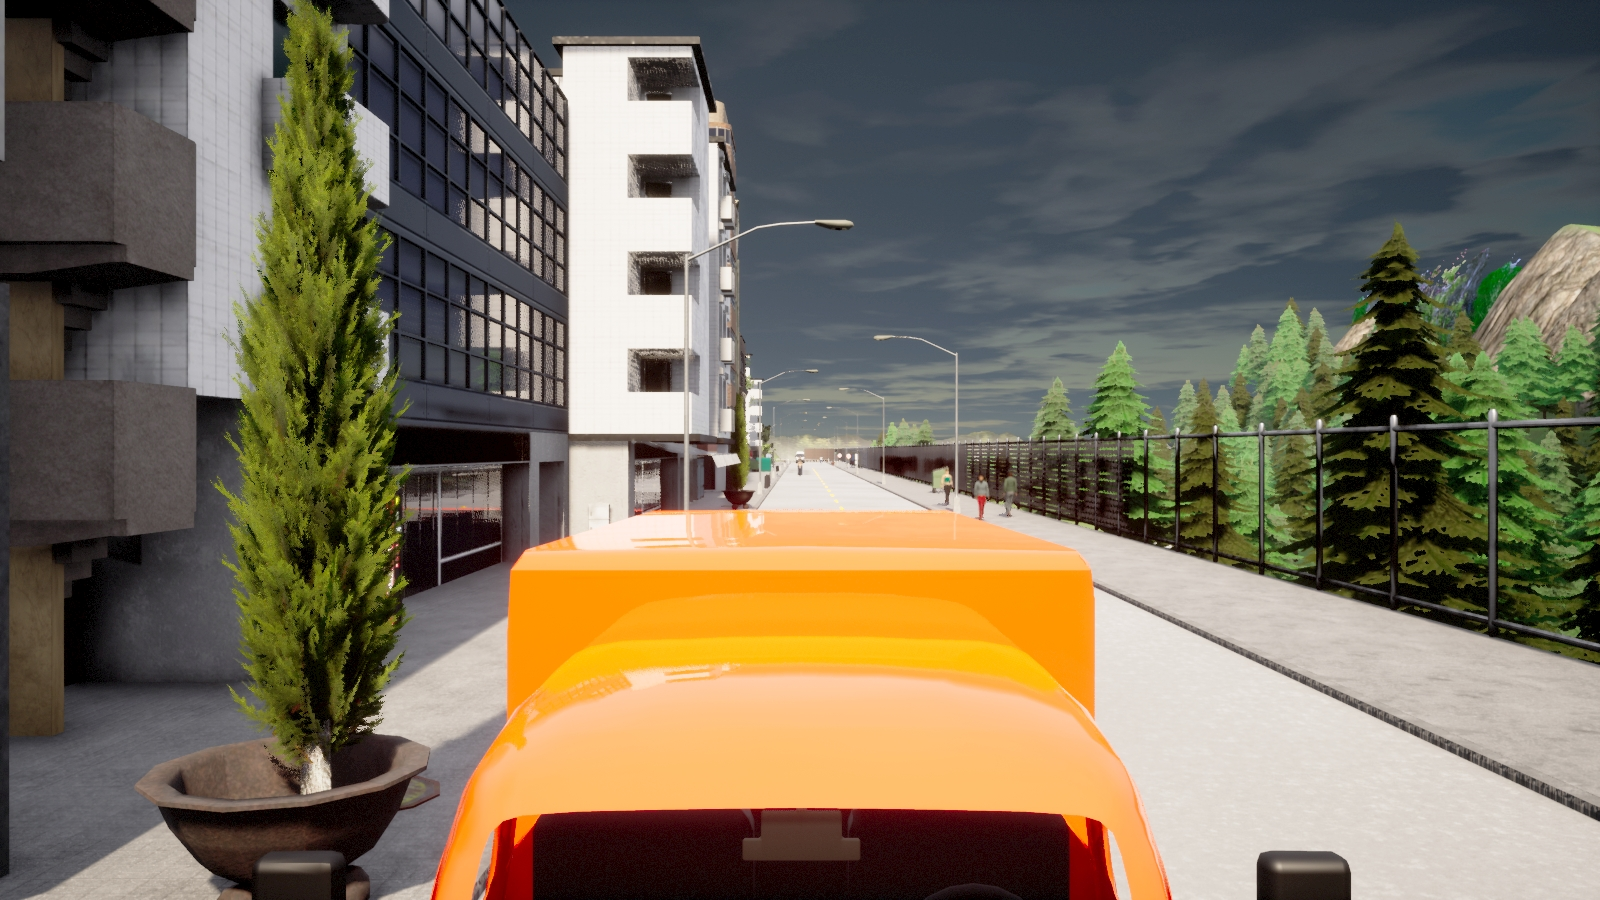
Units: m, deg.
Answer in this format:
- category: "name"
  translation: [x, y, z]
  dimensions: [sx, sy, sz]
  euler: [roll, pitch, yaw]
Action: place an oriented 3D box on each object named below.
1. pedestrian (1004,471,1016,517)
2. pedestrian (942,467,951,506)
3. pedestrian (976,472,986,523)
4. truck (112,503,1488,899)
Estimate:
- category: "pedestrian"
  translation: [8.454, 1.763, 45.953]
  dimensions: [0.375, 1.860, 0.375]
  euler: [0, 0, -4]
- category: "pedestrian"
  translation: [7.029, 1.766, 54.888]
  dimensions: [0.375, 1.860, 0.375]
  euler: [0, 0, -7]
- category: "pedestrian"
  translation: [6.750, 1.762, 42.620]
  dimensions: [0.375, 1.860, 0.375]
  euler: [0, 0, 8]
- category: "truck"
  translation: [0.000, 1.571, 4.781]
  dimensions: [2.627, 2.467, 5.204]
  euler: [0, 0, 0]
